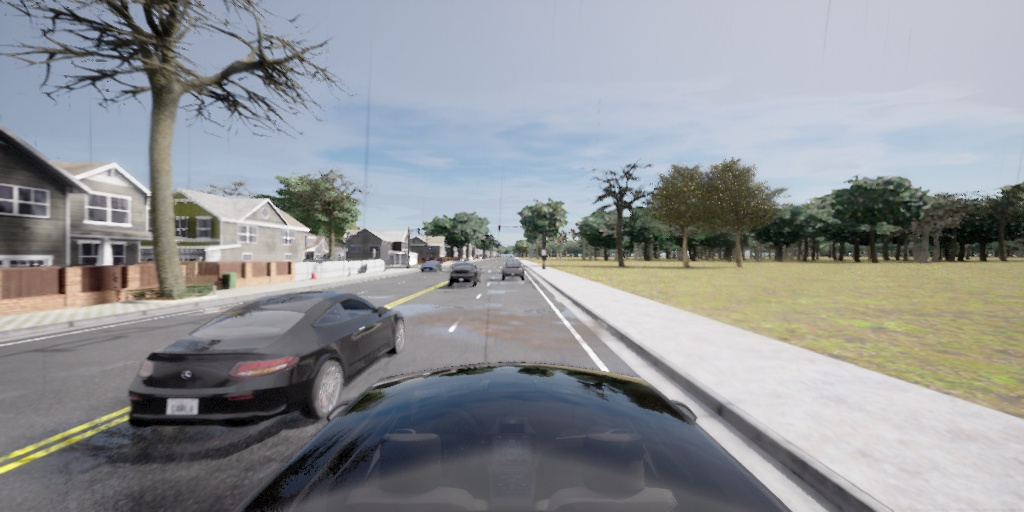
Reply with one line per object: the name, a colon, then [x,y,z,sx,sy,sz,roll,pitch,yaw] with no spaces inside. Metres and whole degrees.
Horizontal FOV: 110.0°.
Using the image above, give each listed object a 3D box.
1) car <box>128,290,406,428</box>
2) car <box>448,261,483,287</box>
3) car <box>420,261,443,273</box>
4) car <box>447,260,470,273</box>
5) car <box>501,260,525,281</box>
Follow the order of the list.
car: [-3.151,1.273,5.730,1.812,1.442,4.674,0,0,0]
car: [-3.163,1.239,24.715,1.837,1.490,4.892,0,0,0]
car: [-9.797,1.269,44.111,2.033,1.411,5.357,0,0,0]
car: [-6.542,1.269,44.541,2.033,1.411,5.357,0,0,0]
car: [0.084,1.221,30.037,2.128,1.511,4.902,0,0,0]
